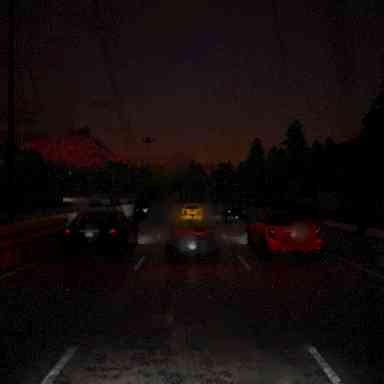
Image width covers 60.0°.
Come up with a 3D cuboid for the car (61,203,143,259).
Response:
[{"bbox_3d":[-3.476,1.493,13.418,2.097,1.767,4.553,0,-1,0],"label":"car"}]

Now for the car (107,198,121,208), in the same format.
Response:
[{"bbox_3d":[-14.674,2.013,62.866,2.097,1.767,4.553,0,-1,-6],"label":"car"}]

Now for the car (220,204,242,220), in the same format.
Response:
[{"bbox_3d":[3.531,1.793,28.489,2.128,1.511,4.902,0,0,0],"label":"car"}]

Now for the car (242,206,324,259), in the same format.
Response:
[{"bbox_3d":[3.523,1.493,13.415,2.097,1.767,4.553,0,-1,0],"label":"car"}]

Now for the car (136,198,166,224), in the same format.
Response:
[{"bbox_3d":[-3.478,1.515,27.577,2.150,2.045,5.566,0,0,0],"label":"car"}]

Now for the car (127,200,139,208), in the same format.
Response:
[{"bbox_3d":[-11.240,2.230,63.586,1.994,1.385,4.181,0,-1,-6],"label":"car"}]

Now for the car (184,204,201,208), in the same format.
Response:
[{"bbox_3d":[0.038,1.785,29.232,1.882,1.535,5.008,0,0,0],"label":"car"}]

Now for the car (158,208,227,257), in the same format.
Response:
[{"bbox_3d":[0.023,1.636,13.494,2.128,1.511,4.902,0,0,0],"label":"car"}]
